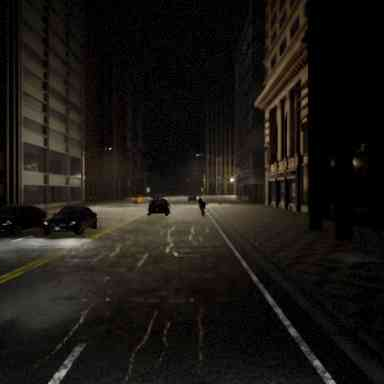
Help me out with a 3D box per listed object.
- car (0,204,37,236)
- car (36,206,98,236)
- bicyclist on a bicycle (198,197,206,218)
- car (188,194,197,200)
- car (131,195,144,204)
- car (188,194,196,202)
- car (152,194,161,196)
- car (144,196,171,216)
[{"bbox_3d":[-9.841,1.469,18.579,1.882,1.535,5.008,0,0,0],"label":"car"},{"bbox_3d":[-6.590,1.517,18.582,1.812,1.442,4.674,0,0,0],"label":"car"},{"bbox_3d":[0.906,1.429,27.388,0.582,1.620,1.656,0,0,0],"label":"bicyclist on a bicycle"},{"bbox_3d":[0.030,1.214,81.805,2.128,1.511,4.902,0,0,0],"label":"car"},{"bbox_3d":[-9.762,1.308,59.852,1.882,1.535,5.008,0,0,1],"label":"car"},{"bbox_3d":[0.026,1.305,71.083,2.033,1.411,5.357,0,0,0],"label":"car"},{"bbox_3d":[-6.512,1.183,59.945,2.097,1.767,4.553,0,0,1],"label":"car"},{"bbox_3d":[-3.138,1.439,32.646,1.882,1.535,5.008,0,0,0],"label":"car"}]
